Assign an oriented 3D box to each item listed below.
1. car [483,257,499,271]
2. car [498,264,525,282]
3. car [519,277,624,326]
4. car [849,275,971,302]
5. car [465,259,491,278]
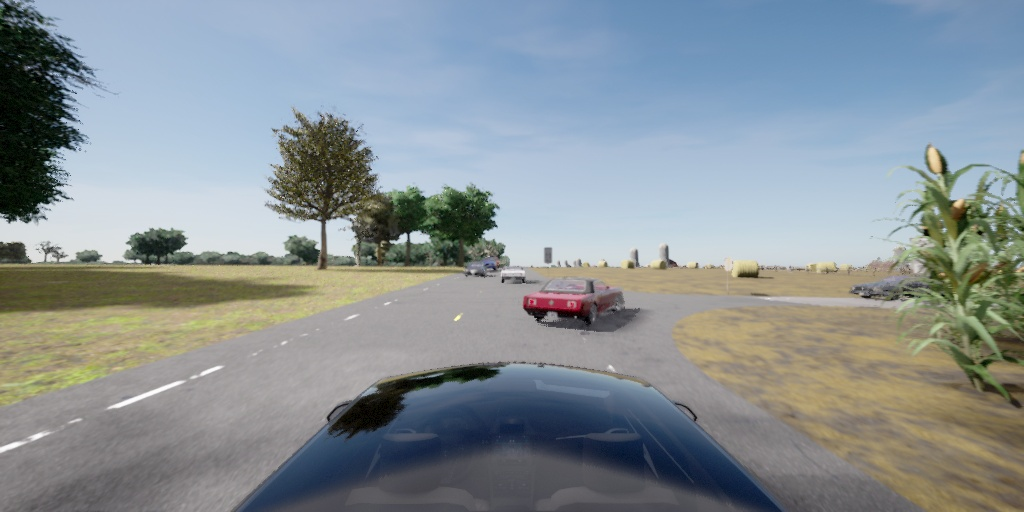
[{"bbox_3d":[-3.577,1.213,55.077,2.150,2.045,5.566,0,-1,0],"label":"car"},{"bbox_3d":[0.088,1.405,29.176,1.895,1.301,4.718,0,0,0],"label":"car"},{"bbox_3d":[2.275,1.355,11.968,1.895,1.301,4.718,0,0,31],"label":"car"},{"bbox_3d":[22.146,1.757,19.978,5.357,1.411,2.033,1,-3,0],"label":"car"},{"bbox_3d":[-3.609,1.334,36.048,2.128,1.511,4.902,0,0,0],"label":"car"}]
